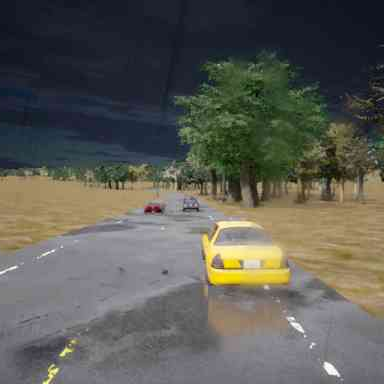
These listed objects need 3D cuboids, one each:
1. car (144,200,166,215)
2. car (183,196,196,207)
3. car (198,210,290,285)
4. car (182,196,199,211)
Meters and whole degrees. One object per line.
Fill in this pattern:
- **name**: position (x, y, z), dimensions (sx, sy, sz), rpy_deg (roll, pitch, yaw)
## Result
- **car**: position (-3.669, 1.526, 33.295), dimensions (1.895, 1.301, 4.718), rpy_deg (0, 0, -1)
- **car**: position (-0.350, 1.372, 48.788), dimensions (1.812, 1.442, 4.674), rpy_deg (0, 0, -1)
- **car**: position (1.219, 1.448, 9.354), dimensions (1.801, 1.575, 5.366), rpy_deg (0, 0, 0)
- **car**: position (-0.141, 1.450, 38.206), dimensions (2.033, 1.411, 5.357), rpy_deg (0, 0, -1)
